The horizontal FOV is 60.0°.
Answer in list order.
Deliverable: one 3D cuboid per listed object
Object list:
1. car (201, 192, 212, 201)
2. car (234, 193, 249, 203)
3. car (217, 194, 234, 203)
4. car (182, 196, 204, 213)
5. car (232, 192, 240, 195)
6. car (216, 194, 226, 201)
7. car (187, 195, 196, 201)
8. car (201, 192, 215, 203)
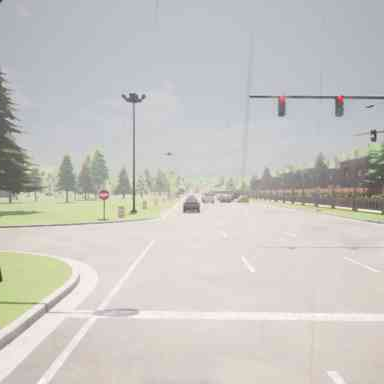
[{"bbox_3d":[3.393,1.057,78.548,2.150,2.045,5.566,0,0,0],"label":"car"},{"bbox_3d":[10.408,1.477,68.107,1.882,1.535,5.008,0,0,0],"label":"car"},{"bbox_3d":[6.907,1.564,68.519,1.994,1.385,4.181,0,0,0],"label":"car"},{"bbox_3d":[-0.051,1.492,37.480,2.128,1.511,4.902,0,0,0],"label":"car"},{"bbox_3d":[10.393,1.057,78.557,2.150,2.045,5.566,0,0,0],"label":"car"},{"bbox_3d":[6.893,1.310,78.522,1.882,1.535,5.008,0,0,0],"label":"car"},{"bbox_3d":[-0.107,1.372,78.513,2.033,1.411,5.357,0,0,0],"label":"car"},{"bbox_3d":[3.408,1.221,68.128,2.150,2.045,5.566,0,0,0],"label":"car"}]
